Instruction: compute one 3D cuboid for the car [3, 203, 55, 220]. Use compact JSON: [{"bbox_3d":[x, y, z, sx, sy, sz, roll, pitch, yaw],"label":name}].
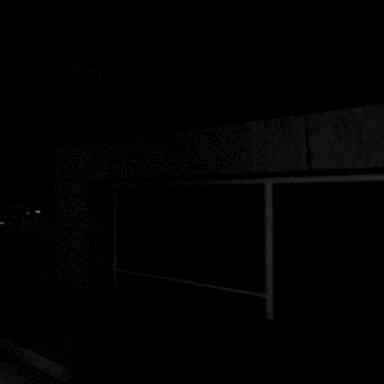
[{"bbox_3d":[-14.386,1.790,30.127,1.837,1.490,4.892,-1,0,34],"label":"car"}]
